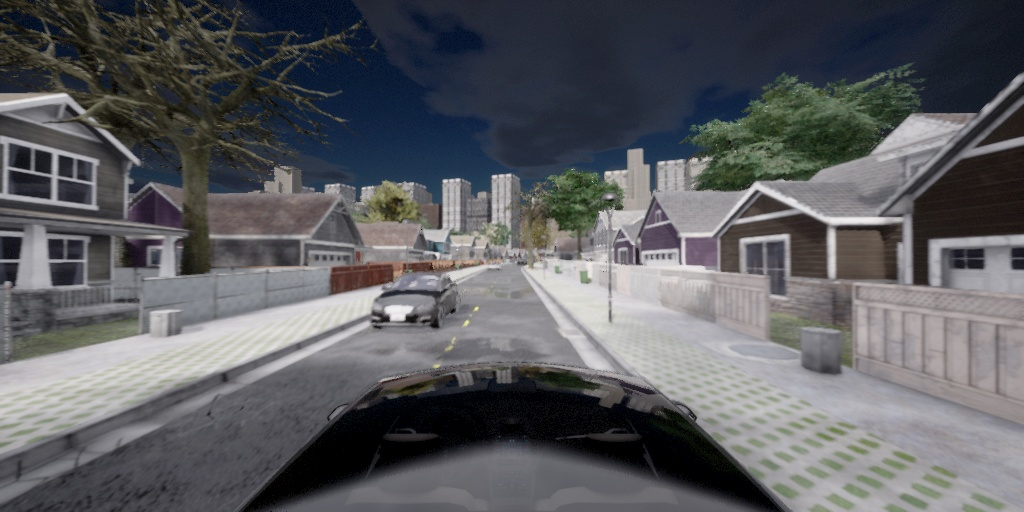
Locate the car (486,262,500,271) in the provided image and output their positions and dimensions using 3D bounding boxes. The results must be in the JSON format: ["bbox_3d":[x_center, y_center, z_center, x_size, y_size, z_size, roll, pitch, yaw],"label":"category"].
[{"bbox_3d":[-2.771,1.581,53.654,1.895,1.301,4.718,0,0,1],"label":"car"}]

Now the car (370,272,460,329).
[{"bbox_3d":[-2.848,1.279,11.402,2.128,1.511,4.902,0,0,0],"label":"car"}]
